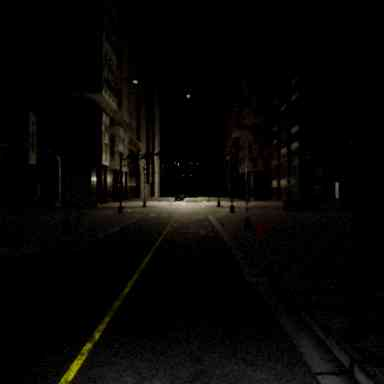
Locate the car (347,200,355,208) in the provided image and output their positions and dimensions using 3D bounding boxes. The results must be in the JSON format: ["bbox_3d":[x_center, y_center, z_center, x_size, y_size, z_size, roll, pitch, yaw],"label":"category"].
[{"bbox_3d":[23.160,1.347,44.754,4.097,1.590,1.967,0,0,0],"label":"car"}]

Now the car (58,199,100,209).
[{"bbox_3d":[-15.003,1.532,44.998,4.829,1.417,1.752,0,0,0],"label":"car"}]

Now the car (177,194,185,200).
[{"bbox_3d":[-2.971,1.458,91.232,2.128,1.511,4.902,0,0,0],"label":"car"}]

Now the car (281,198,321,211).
[{"bbox_3d":[11.906,1.354,36.301,4.097,1.590,1.967,0,0,0],"label":"car"}]

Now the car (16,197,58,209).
[{"bbox_3d":[-20.604,1.548,45.034,4.829,1.417,1.752,0,0,0],"label":"car"}]

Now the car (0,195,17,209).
[{"bbox_3d":[-26.036,1.352,45.069,5.009,1.841,2.192,0,0,0],"label":"car"}]

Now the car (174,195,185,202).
[{"bbox_3d":[-2.976,1.492,74.643,1.994,1.385,4.181,0,0,0],"label":"car"}]
